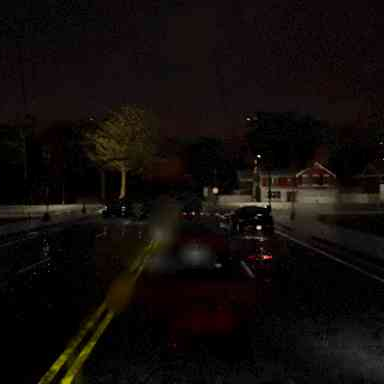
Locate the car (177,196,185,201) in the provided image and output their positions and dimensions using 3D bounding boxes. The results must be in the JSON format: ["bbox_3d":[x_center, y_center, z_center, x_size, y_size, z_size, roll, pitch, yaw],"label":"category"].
[{"bbox_3d":[-2.789,1.668,87.662,1.994,1.385,4.181,0,0,0],"label":"car"}]

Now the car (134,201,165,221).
[{"bbox_3d":[-3.291,1.558,27.820,1.837,1.490,4.892,0,-1,1],"label":"car"}]

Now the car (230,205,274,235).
[{"bbox_3d":[3.353,1.540,19.073,1.837,1.490,4.892,0,0,0],"label":"car"}]

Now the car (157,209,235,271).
[{"bbox_3d":[0.102,1.499,10.974,1.882,1.535,5.008,0,-1,0],"label":"car"}]

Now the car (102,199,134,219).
[{"bbox_3d":[-6.522,1.406,29.827,2.097,1.767,4.553,0,0,0],"label":"car"}]

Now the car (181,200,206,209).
[{"bbox_3d":[0.098,1.596,26.227,2.033,1.411,5.357,0,0,0],"label":"car"}]
